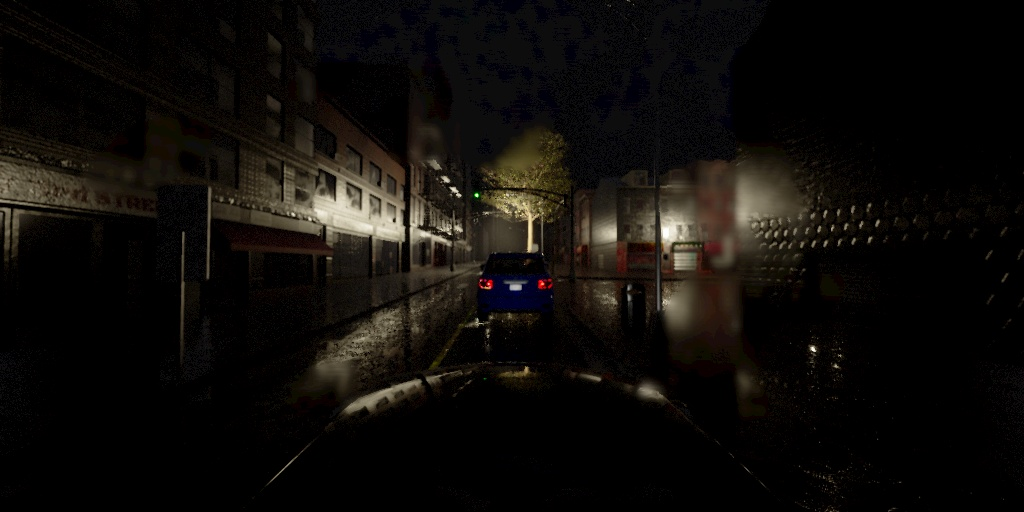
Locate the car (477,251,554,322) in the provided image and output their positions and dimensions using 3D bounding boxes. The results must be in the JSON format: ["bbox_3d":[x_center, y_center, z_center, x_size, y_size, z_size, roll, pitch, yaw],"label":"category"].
[{"bbox_3d":[0.093,0.866,11.934,2.150,2.045,5.566,0,1,0],"label":"car"}]
